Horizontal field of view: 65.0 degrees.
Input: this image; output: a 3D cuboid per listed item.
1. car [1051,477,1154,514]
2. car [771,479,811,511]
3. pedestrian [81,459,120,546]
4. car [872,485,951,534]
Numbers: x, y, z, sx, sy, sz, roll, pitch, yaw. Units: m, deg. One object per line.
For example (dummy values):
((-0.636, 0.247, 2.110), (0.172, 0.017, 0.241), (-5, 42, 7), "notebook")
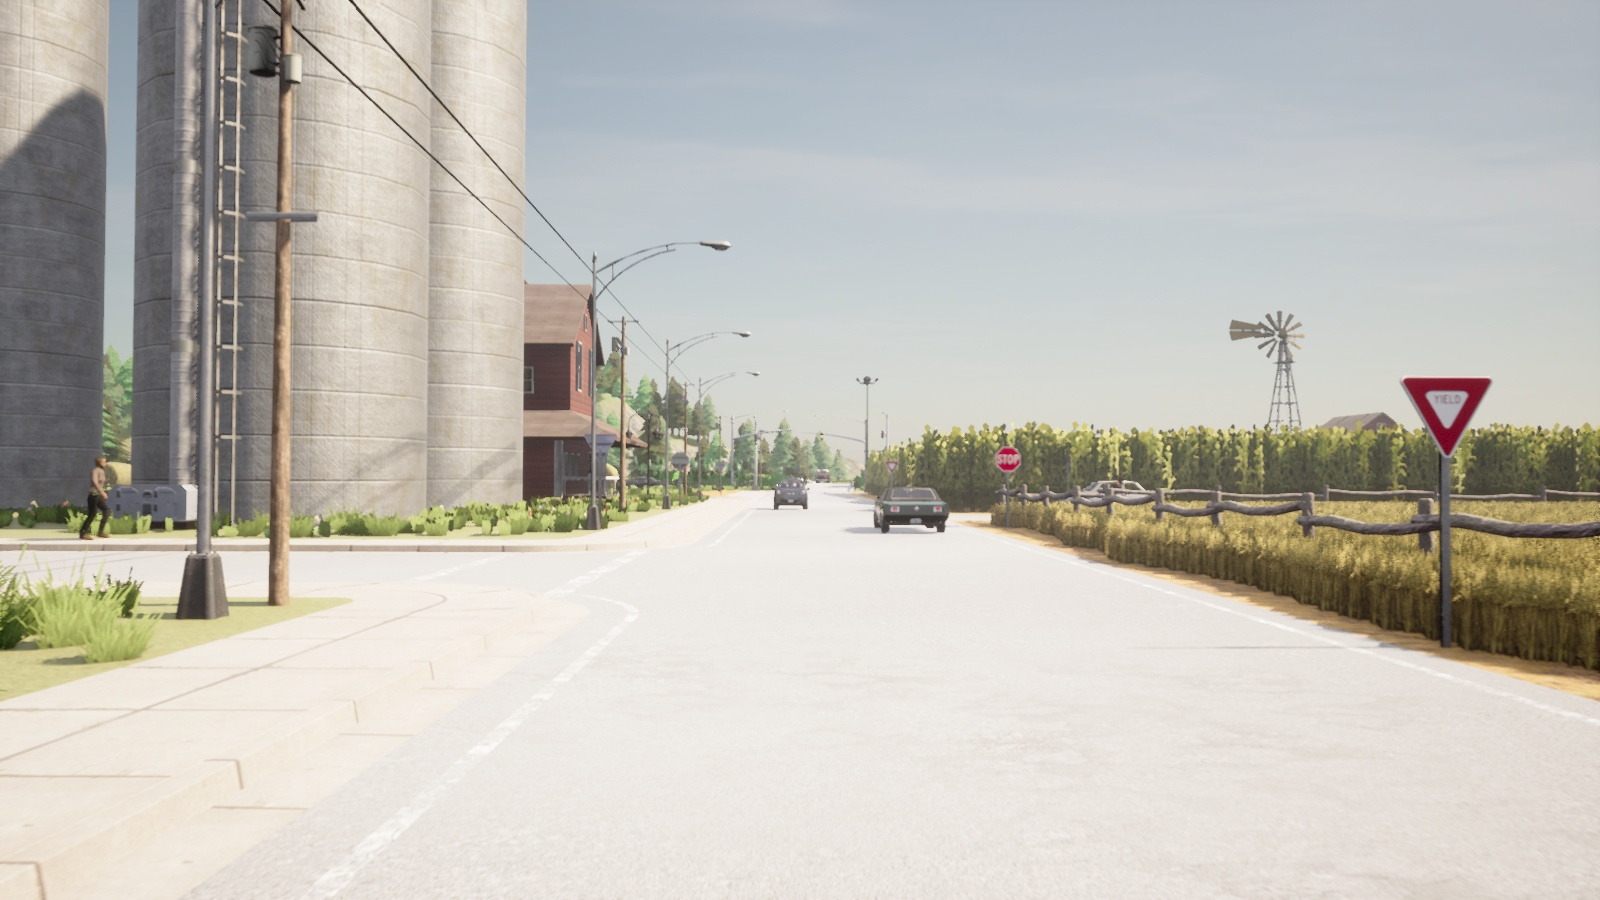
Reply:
((12.473, 1.869, 51.951), (3.806, 1.475, 1.970), (0, -1, 0), "car")
((-0.440, 2.165, 60.931), (1.845, 1.501, 3.633), (0, -1, 0), "car")
((-15.042, 1.127, 27.002), (0.634, 1.846, 0.331), (0, -1, -8), "pedestrian")
((3.226, 1.720, 37.188), (1.895, 1.301, 4.718), (0, -1, 0), "car")
